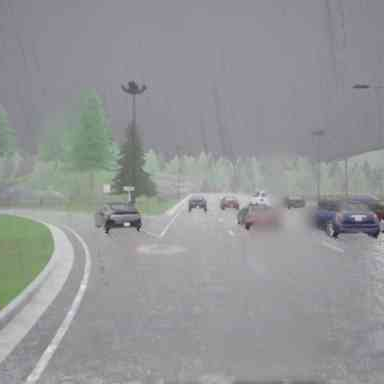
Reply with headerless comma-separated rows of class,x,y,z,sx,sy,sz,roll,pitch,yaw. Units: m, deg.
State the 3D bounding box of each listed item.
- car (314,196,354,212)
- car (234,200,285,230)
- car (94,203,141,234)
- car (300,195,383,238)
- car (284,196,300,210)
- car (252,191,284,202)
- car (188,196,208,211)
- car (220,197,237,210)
car,14.599,1.181,34.595,2.128,1.511,4.902,0,0,1
car,3.900,1.396,19.978,1.994,1.385,4.181,0,0,1
car,-4.208,1.355,18.454,2.128,1.511,4.902,0,0,-25
car,7.355,1.202,16.748,2.097,1.767,4.553,0,0,1
car,11.135,1.158,37.128,1.882,1.535,5.008,0,0,1
car,7.600,0.929,34.738,2.150,2.045,5.566,0,0,1
car,0.613,1.221,35.736,1.837,1.490,4.892,0,0,1
car,4.114,1.226,36.722,1.812,1.442,4.674,0,0,1
